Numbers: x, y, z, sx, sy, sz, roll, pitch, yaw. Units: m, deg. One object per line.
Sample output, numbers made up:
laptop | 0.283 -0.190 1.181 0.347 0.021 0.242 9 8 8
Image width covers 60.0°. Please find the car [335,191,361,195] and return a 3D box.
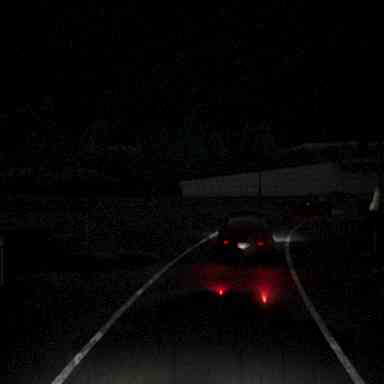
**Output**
car | 35.280 1.004 75.390 4.902 1.511 2.128 0 1 -32

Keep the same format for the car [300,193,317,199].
car | 29.411 0.929 84.102 4.181 1.385 1.994 0 1 -32

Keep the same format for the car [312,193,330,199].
car | 31.542 0.935 81.308 4.674 1.442 1.812 0 1 -32

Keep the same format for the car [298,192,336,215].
car | 11.787 1.123 31.704 2.097 1.767 4.553 1 1 37

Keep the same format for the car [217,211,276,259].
car | 2.060 1.430 12.280 1.812 1.442 4.674 0 1 13
